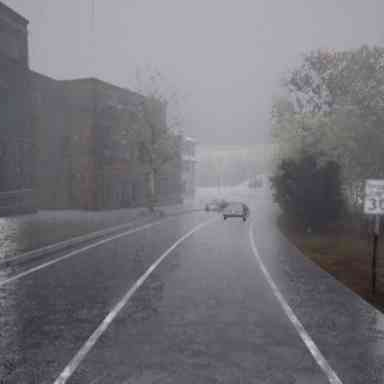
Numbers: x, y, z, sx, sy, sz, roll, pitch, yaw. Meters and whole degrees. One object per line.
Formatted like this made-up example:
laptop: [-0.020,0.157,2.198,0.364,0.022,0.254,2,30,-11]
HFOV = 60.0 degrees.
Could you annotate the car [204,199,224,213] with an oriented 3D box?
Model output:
car: [2.782,1.515,36.692,2.128,1.511,4.902,2,0,19]

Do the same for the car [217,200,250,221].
car: [3.857,1.610,28.282,2.033,1.411,5.357,2,0,15]
